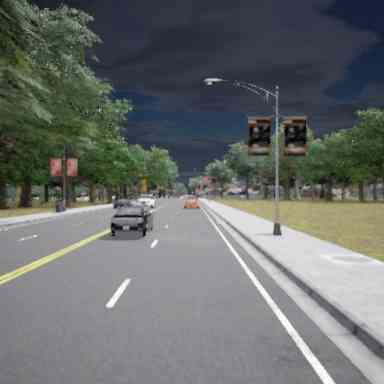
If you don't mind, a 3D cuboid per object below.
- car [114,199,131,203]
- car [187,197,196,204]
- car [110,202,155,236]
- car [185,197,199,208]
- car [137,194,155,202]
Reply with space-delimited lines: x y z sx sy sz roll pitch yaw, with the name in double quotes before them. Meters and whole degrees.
"car" -9.953 1.706 47.936 2.033 1.411 5.357 0 0 0
"car" -0.189 1.768 71.644 1.837 1.490 4.892 0 0 0
"car" -3.196 1.532 18.534 2.128 1.511 4.902 0 0 0
"car" -0.031 1.510 50.153 2.097 1.767 4.553 0 0 0
"car" -6.706 1.380 48.604 2.150 2.045 5.566 0 0 0
